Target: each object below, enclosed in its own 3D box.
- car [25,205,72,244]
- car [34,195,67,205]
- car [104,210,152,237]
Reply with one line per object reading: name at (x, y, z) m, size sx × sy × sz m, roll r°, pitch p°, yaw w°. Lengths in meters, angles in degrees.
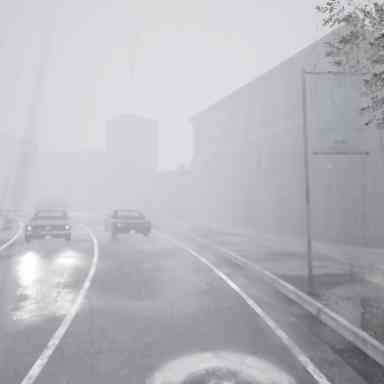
car at (-6.677, 1.534, 15.737) m, size 1.895 × 1.301 × 4.718 m, roll 1°, pitch 0°, yaw -21°
car at (-15.239, 1.146, 35.724) m, size 2.097 × 1.767 × 4.553 m, roll 4°, pitch -2°, yaw -44°
car at (-3.616, 1.594, 17.962) m, size 1.895 × 1.301 × 4.718 m, roll 1°, pitch 0°, yaw -21°
